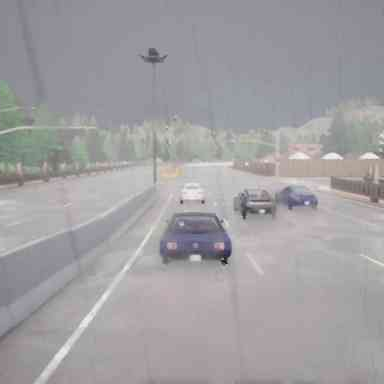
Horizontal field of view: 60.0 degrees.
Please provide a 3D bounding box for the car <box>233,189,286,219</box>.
[{"bbox_3d":[3.551,0.570,19.313,2.128,1.511,4.902,0,5,0],"label":"car"}]

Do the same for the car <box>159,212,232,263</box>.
[{"bbox_3d":[0.090,1.287,10.693,1.895,1.301,4.718,0,3,0],"label":"car"}]

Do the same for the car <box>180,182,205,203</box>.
[{"bbox_3d":[0.021,-0.012,25.654,1.812,1.442,4.674,0,6,0],"label":"car"}]

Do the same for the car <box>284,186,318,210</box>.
[{"bbox_3d":[7.037,0.290,22.614,1.812,1.442,4.674,0,6,0],"label":"car"}]
